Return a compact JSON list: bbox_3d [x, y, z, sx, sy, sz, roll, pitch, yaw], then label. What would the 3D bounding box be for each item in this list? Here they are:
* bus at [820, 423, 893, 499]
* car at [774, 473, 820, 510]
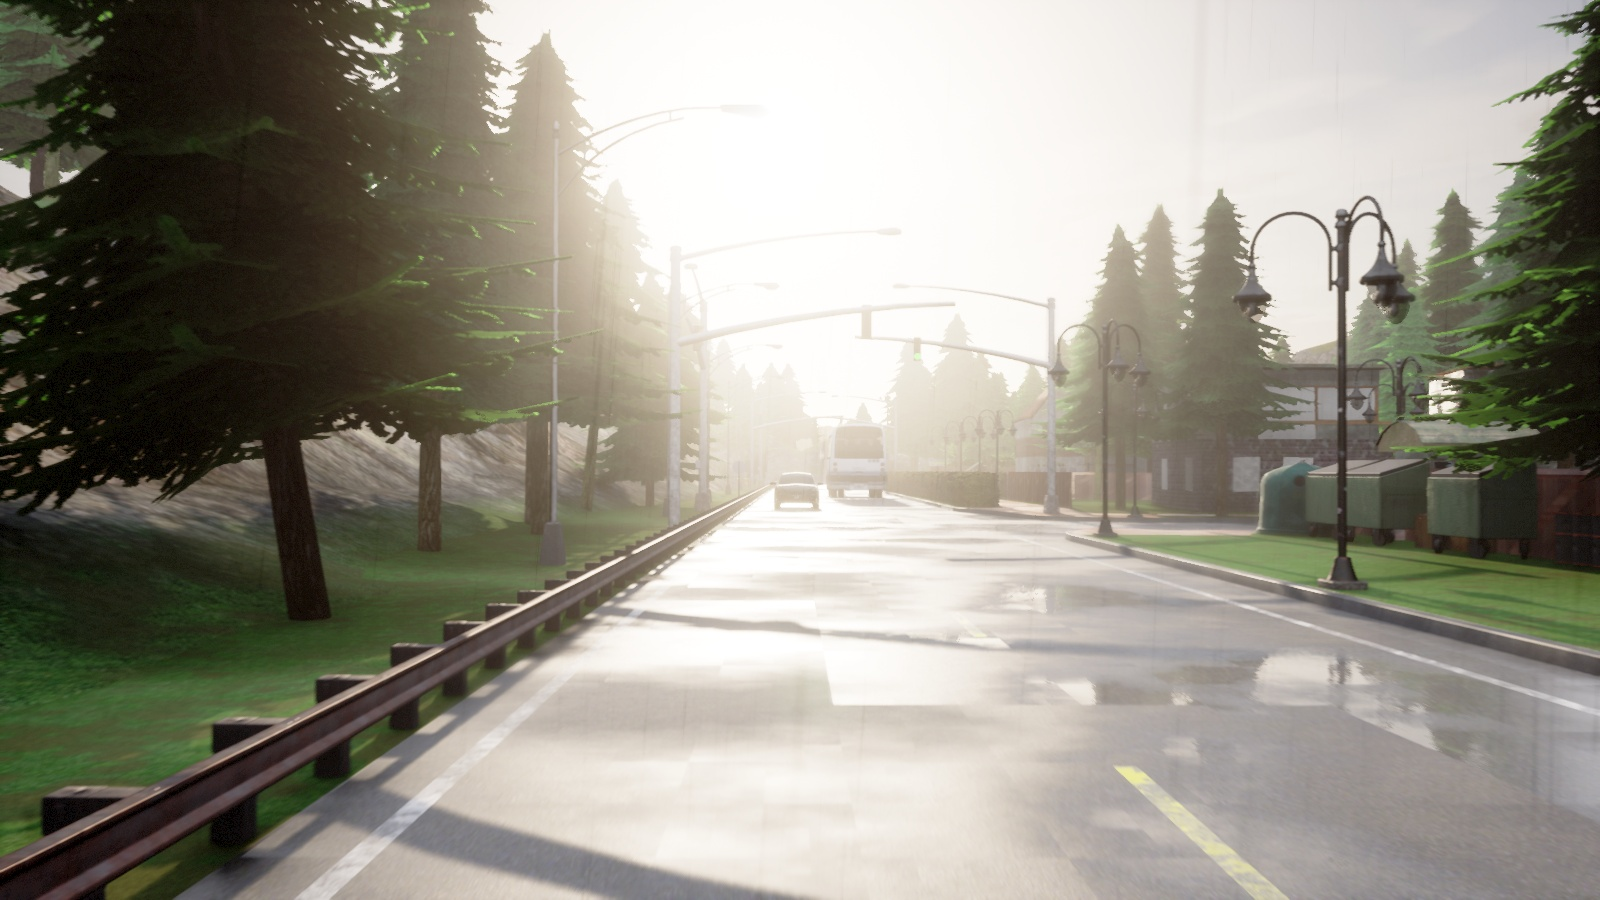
[{"bbox_3d":[3.311,0.704,76.437,3.944,4.253,10.273,0,-1,0],"label":"bus"},{"bbox_3d":[-0.129,1.709,53.113,1.837,1.490,4.892,0,-1,0],"label":"car"}]
